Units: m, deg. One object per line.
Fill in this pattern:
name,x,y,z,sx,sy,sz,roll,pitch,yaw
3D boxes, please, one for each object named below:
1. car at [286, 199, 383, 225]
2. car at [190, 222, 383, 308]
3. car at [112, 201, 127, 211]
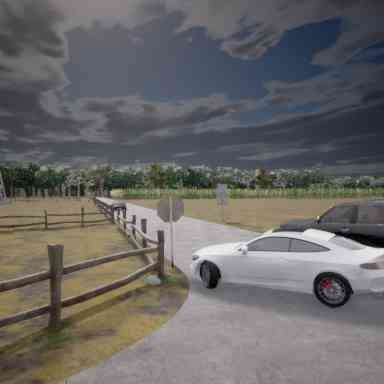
car,5.110,1.231,9.836,2.150,2.045,5.566,-2,0,-40
car,2.159,1.615,8.065,4.674,1.442,1.812,-2,0,32
car,-10.884,1.988,49.471,2.033,1.411,5.357,-2,0,-18
